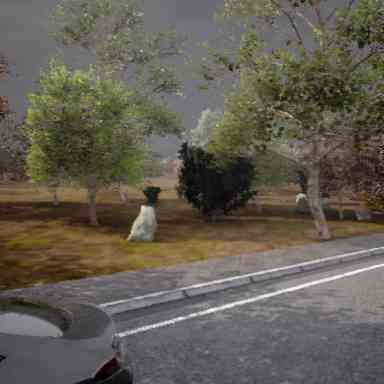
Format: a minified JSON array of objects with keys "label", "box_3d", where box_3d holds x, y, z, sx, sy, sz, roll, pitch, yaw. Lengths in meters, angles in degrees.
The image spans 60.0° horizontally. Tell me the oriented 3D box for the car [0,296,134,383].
[{"label":"car","box_3d":[-2.660,1.528,2.078,4.674,1.442,1.812,0,0,-36]}]
